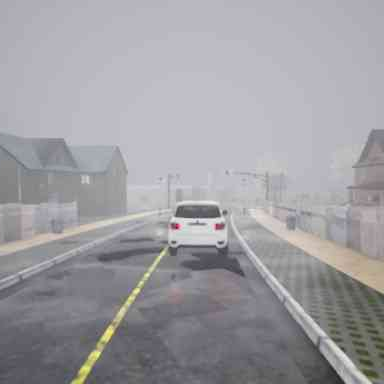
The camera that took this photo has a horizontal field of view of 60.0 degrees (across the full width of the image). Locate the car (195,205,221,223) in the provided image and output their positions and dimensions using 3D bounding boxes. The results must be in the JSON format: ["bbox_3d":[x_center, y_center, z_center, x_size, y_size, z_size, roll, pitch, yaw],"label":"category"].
[{"bbox_3d":[1.518,1.868,29.070,1.994,1.385,4.181,0,-1,7],"label":"car"}]

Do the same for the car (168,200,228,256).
[{"bbox_3d":[0.312,1.352,13.935,2.150,2.045,5.566,0,0,3],"label":"car"}]

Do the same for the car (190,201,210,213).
[{"bbox_3d":[1.253,2.050,46.729,2.033,1.411,5.357,0,-1,10],"label":"car"}]
